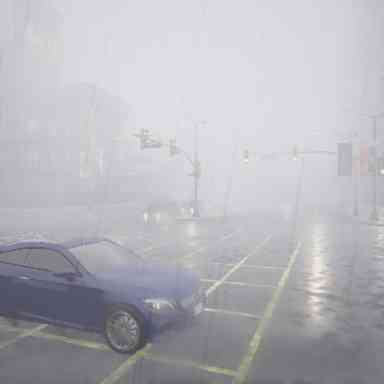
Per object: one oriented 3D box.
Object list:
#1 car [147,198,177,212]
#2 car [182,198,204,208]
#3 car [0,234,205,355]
[{"bbox_3d":[-3.479,1.478,38.998,1.882,1.535,5.008,0,0,23],"label":"car"},{"bbox_3d":[0.158,1.601,48.543,1.895,1.301,4.718,0,0,21],"label":"car"},{"bbox_3d":[-2.077,1.526,5.947,4.674,1.442,1.812,0,0,21],"label":"car"}]
